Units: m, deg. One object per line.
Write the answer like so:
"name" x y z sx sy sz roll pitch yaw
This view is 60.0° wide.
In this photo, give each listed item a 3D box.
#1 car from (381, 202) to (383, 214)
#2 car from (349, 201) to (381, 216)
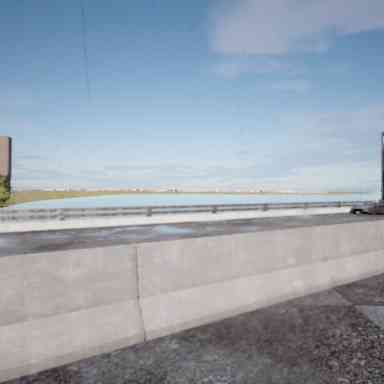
"car" 20.307 1.629 31.086 5.357 1.411 2.033 0 0 -35
"car" 18.333 1.629 33.976 5.357 1.411 2.033 0 0 -35
